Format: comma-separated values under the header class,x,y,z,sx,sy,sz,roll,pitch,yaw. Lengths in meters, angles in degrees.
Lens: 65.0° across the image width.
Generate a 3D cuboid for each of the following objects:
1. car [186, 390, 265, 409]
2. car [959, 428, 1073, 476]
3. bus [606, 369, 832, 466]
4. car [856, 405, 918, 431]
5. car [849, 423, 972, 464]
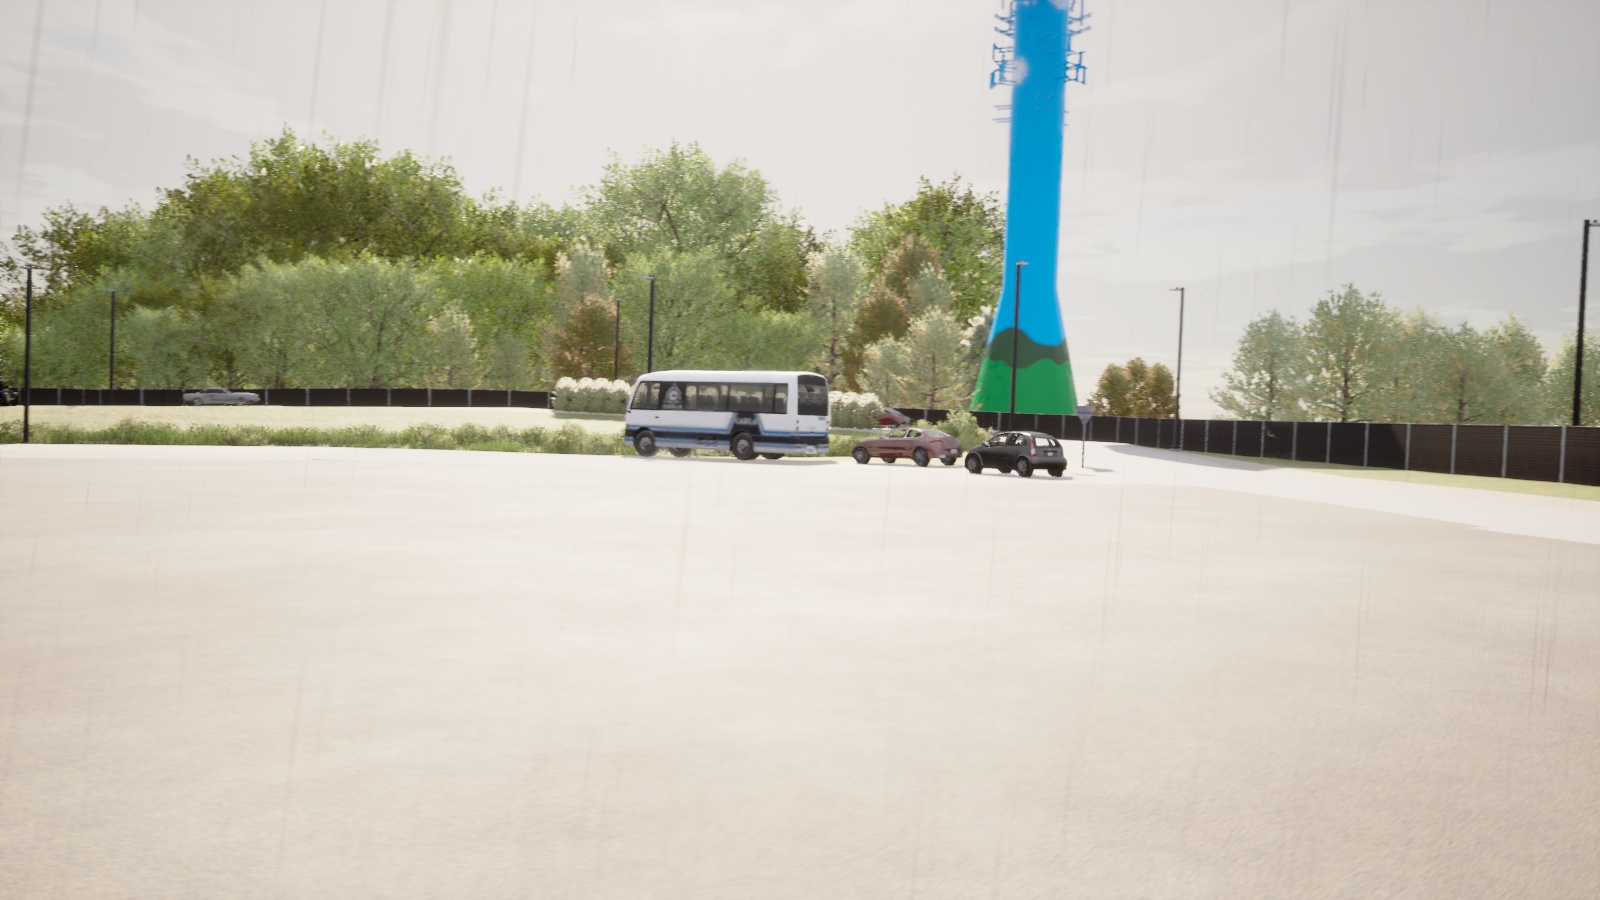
class,x,y,z,sx,sy,sz,roll,pitch,yaw
car,-40.327,-3.540,88.221,4.718,1.301,1.895,-1,2,-8
car,7.753,0.043,45.468,1.851,1.617,3.988,0,2,-32
bus,-3.961,-1.622,59.875,10.273,4.253,3.944,3,2,31
car,5.852,-2.138,84.409,3.705,1.549,1.789,4,3,33
car,4.720,-0.335,54.220,5.027,1.651,2.152,2,2,44
